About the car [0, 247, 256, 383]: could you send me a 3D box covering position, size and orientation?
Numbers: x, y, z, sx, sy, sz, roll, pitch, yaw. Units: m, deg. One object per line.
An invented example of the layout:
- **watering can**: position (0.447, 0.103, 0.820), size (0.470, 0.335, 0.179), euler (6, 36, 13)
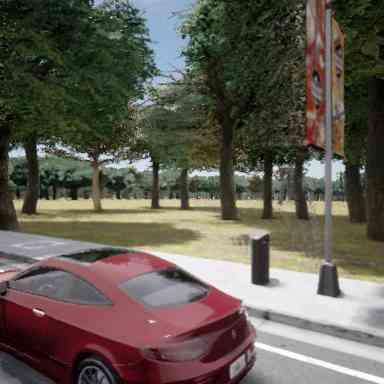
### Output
- **car**: position (-1.430, 1.515, 4.583), size (4.674, 1.442, 1.812), euler (0, 0, 36)
